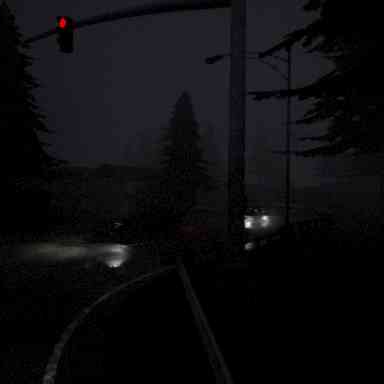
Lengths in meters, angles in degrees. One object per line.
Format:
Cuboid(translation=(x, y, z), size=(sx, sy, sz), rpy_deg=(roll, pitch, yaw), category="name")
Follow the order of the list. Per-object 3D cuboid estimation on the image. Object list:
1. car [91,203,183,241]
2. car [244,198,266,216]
Cuboid(translation=(-2.458, 1.306, 15.926), size=(1.882, 1.535, 5.008), rpy_deg=(1, 1, 36), category="car")
Cuboid(translation=(5.557, 1.302, 30.477), size=(1.837, 1.490, 4.892), rpy_deg=(3, 1, 3), category="car")
